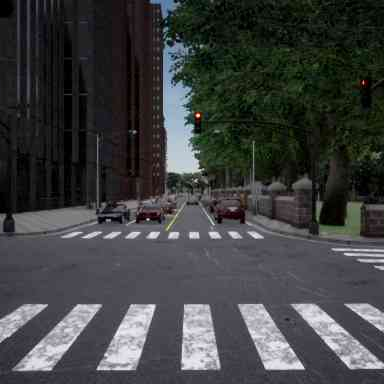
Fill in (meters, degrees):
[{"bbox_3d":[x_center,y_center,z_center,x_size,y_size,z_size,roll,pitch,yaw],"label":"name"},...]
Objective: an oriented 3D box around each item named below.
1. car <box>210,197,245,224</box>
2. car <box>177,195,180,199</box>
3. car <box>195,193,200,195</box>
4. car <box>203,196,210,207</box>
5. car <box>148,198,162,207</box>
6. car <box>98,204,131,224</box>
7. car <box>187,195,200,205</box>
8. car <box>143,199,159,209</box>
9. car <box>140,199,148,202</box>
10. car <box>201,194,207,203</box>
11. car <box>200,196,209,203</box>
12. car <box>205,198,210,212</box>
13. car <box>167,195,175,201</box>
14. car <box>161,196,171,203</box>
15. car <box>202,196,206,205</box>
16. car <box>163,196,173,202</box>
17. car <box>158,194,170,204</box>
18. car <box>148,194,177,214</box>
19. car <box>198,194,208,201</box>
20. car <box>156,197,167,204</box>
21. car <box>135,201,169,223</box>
[{"bbox_3d":[2.773,1.325,25.056,2.192,1.841,5.009,0,0,0],"label":"car"},{"bbox_3d":[-3.071,1.538,45.721,1.837,1.490,4.892,0,0,0],"label":"car"},{"bbox_3d":[0.124,1.412,69.363,2.097,1.767,4.553,0,0,0],"label":"car"},{"bbox_3d":[2.780,1.579,41.424,2.008,1.369,4.403,0,0,0],"label":"car"},{"bbox_3d":[-5.741,1.622,52.335,1.802,1.307,4.206,0,0,0],"label":"car"},{"bbox_3d":[-5.752,1.576,25.050,1.947,1.339,4.313,0,0,0],"label":"car"},{"bbox_3d":[0.116,1.611,58.329,1.994,1.385,4.181,0,0,1],"label":"car"},{"bbox_3d":[-5.743,1.616,46.877,1.802,1.307,4.206,0,0,0],"label":"car"},{"bbox_3d":[-5.745,1.579,41.420,2.008,1.369,4.403,0,0,0],"label":"car"},{"bbox_3d":[2.785,1.480,52.338,1.967,1.590,4.097,0,0,0],"label":"car"},{"bbox_3d":[2.794,1.592,74.334,1.752,1.417,4.829,0,0,0],"label":"car"},{"bbox_3d":[2.778,1.588,35.968,1.947,1.339,4.313,0,0,0],"label":"car"},{"bbox_3d":[-5.725,1.533,90.534,1.967,1.590,4.097,0,0,0],"label":"car"},{"bbox_3d":[-5.732,1.611,74.163,1.887,1.381,4.507,0,0,0],"label":"car"},{"bbox_3d":[2.782,1.585,46.881,2.008,1.369,4.403,0,0,0],"label":"car"},{"bbox_3d":[-5.729,1.619,79.620,1.887,1.381,4.507,0,0,0],"label":"car"},{"bbox_3d":[-5.734,1.374,68.706,2.192,1.841,5.009,0,0,0],"label":"car"},{"bbox_3d":[-3.083,1.373,35.488,2.097,1.767,4.553,0,0,1],"label":"car"},{"bbox_3d":[2.798,1.399,85.077,2.192,1.841,5.009,0,0,0],"label":"car"},{"bbox_3d":[-5.736,1.634,63.249,1.802,1.307,4.206,0,0,0],"label":"car"},{"bbox_3d":[-3.089,1.612,25.495,1.895,1.301,4.718,0,0,0],"label":"car"}]
